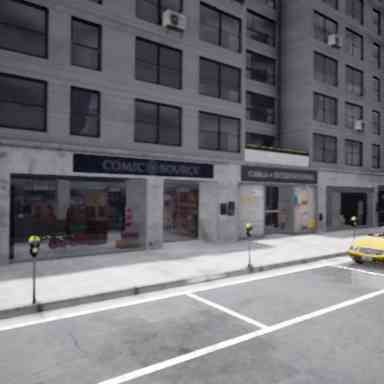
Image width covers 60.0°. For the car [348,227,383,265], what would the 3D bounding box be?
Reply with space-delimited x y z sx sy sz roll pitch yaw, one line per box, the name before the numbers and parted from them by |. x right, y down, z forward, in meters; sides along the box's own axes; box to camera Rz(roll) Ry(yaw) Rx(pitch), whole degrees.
car | 7.187 1.673 11.314 4.829 1.417 1.752 1 0 -35
